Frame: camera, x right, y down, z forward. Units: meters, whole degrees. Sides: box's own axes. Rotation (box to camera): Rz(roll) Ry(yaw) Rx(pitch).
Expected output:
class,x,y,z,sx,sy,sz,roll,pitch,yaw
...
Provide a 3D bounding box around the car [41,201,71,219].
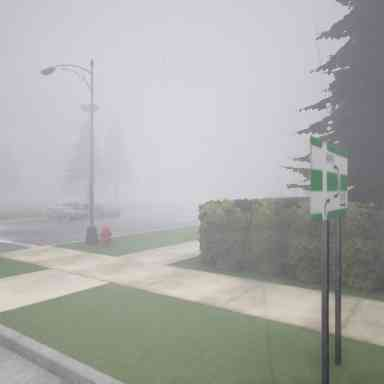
class,x,y,z,sx,sy,sz,roll,pitch,yaw
car,-10.534,1.525,28.649,1.812,1.442,4.674,0,0,36

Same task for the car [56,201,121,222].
class,x,y,z,sx,sy,sz,roll,pitch,yaw
car,-7.886,1.601,26.338,1.895,1.301,4.718,0,0,36

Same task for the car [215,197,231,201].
class,x,y,z,sx,sy,sz,roll,pitch,yaw
car,5.079,1.478,50.287,1.882,1.535,5.008,0,0,36

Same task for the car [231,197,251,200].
class,x,y,z,sx,sy,sz,roll,pitch,yaw
car,8.069,1.478,48.447,1.882,1.535,5.008,0,0,36

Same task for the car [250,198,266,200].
class,x,y,z,sx,sy,sz,roll,pitch,yaw
car,10.108,1.526,45.311,1.812,1.442,4.674,0,0,36
